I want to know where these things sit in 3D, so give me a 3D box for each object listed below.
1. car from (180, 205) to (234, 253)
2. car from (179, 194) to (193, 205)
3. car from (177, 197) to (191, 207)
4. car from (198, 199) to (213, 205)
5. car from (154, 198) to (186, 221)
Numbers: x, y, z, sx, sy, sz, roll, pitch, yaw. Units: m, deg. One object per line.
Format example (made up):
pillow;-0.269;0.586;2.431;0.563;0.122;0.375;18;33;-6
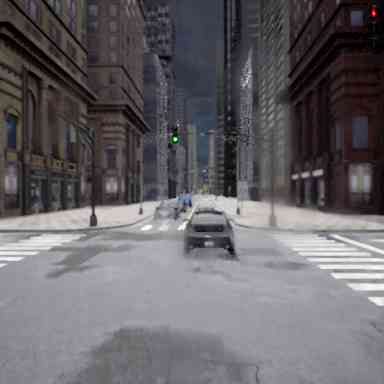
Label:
car;0.682;1.513;13.676;1.837;1.490;4.892;0;0;2
car;-1.083;1.324;52.097;2.150;2.045;5.566;0;0;2
car;-1.603;1.629;37.782;1.994;1.385;4.181;0;0;4
car;1.678;1.585;41.058;1.812;1.442;4.674;0;0;2
car;-1.985;1.538;27.875;2.128;1.511;4.902;0;0;3
